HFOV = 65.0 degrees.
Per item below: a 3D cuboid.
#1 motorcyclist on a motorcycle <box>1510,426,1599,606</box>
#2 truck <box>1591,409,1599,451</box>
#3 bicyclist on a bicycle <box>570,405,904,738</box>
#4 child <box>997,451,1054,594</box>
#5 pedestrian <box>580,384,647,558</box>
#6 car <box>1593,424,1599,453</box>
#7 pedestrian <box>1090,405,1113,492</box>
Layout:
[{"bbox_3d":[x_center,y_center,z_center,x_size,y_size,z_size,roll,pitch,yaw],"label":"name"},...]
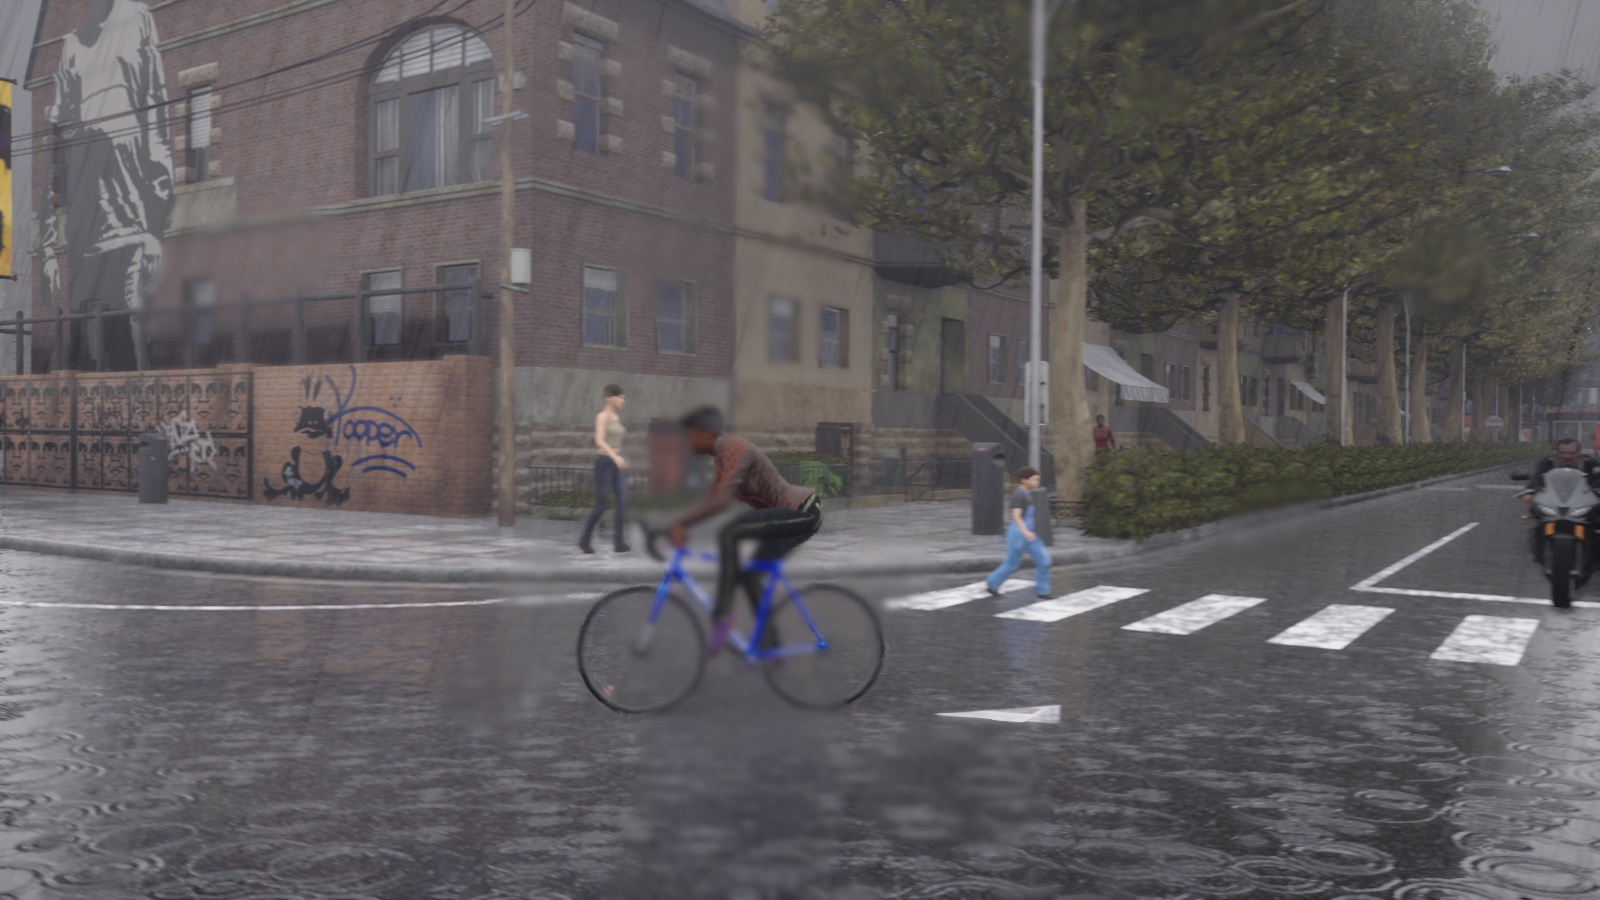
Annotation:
[{"bbox_3d":[7.217,0.541,11.717,0.866,1.530,2.191,0,1,34],"label":"motorcyclist on a motorcycle"},{"bbox_3d":[49.951,-1.261,76.785,2.627,2.467,5.204,0,1,33],"label":"truck"},{"bbox_3d":[-0.342,0.597,6.599,1.656,1.620,0.582,-1,-1,-8],"label":"bicyclist on a bicycle"},{"bbox_3d":[2.038,0.645,11.338,0.437,1.263,0.270,0,1,31],"label":"child"},{"bbox_3d":[-2.005,0.222,13.502,0.594,1.836,0.345,0,1,24],"label":"pedestrian"},{"bbox_3d":[44.224,-0.653,68.061,2.007,1.525,4.514,0,1,33],"label":"car"},{"bbox_3d":[6.455,-0.037,26.838,0.331,1.846,0.636,0,1,27],"label":"pedestrian"}]
